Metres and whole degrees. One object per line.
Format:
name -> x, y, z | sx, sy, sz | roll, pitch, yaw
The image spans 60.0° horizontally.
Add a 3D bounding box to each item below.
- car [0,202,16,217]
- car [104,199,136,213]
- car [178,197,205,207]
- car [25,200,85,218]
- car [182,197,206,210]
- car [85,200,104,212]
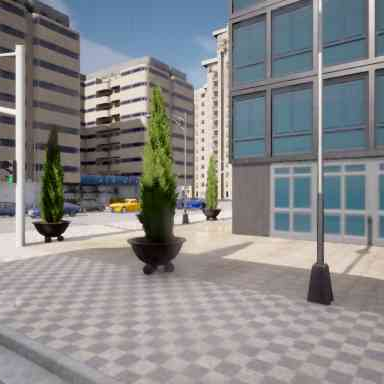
car -> -17.144, 1.603, 29.756 | 2.033, 1.411, 5.357 | 0, 0, 35
car -> -7.163, 1.533, 37.783 | 1.882, 1.535, 5.008 | 0, 0, 35
car -> -0.023, 1.581, 53.833 | 1.812, 1.442, 4.674 | 0, 0, 36
car -> -12.488, 1.581, 30.236 | 1.812, 1.442, 4.674 | 0, 0, 35
car -> 1.259, 1.533, 43.274 | 1.882, 1.535, 5.008 | 0, 0, 35
car -> -11.806, 1.619, 37.283 | 1.994, 1.385, 4.181 | 0, 0, 35
